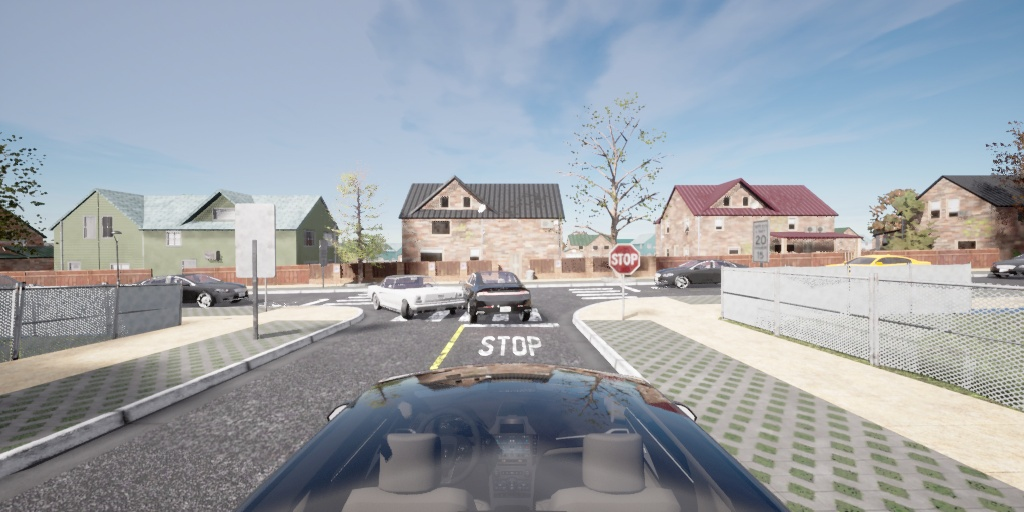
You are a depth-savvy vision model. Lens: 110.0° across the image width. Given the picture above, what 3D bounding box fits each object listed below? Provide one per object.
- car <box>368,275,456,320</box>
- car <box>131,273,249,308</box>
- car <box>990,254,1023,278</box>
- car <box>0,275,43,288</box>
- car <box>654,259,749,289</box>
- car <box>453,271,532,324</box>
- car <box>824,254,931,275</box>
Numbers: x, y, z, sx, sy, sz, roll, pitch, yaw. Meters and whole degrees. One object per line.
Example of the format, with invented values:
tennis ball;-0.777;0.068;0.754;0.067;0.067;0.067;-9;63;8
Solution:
car;-3.600;1.368;13.015;1.895;1.301;4.718;0;0;-38
car;-14.900;1.566;16.512;4.902;1.511;2.128;-1;1;0
car;29.388;0.478;19.632;4.902;1.511;2.128;-1;1;0
car;-24.238;1.648;16.473;4.553;1.767;2.097;-1;1;0
car;10.333;0.926;19.562;4.902;1.511;2.128;-1;1;0
car;-0.684;1.243;12.155;2.128;1.511;4.902;0;0;-12
car;19.764;0.690;19.597;5.008;1.535;1.882;-1;1;-1
